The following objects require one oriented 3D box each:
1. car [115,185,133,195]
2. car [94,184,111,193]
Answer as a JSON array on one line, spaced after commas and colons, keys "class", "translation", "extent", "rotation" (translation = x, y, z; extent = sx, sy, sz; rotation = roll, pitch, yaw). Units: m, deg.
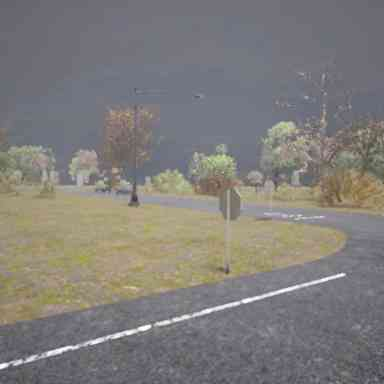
[{"class": "car", "translation": [-10.513, -0.308, 52.654], "extent": [2.128, 1.511, 4.902], "rotation": [0, 2, -36]}, {"class": "car", "translation": [-16.343, -0.617, 60.783], "extent": [1.837, 1.490, 4.892], "rotation": [0, 2, -36]}]
